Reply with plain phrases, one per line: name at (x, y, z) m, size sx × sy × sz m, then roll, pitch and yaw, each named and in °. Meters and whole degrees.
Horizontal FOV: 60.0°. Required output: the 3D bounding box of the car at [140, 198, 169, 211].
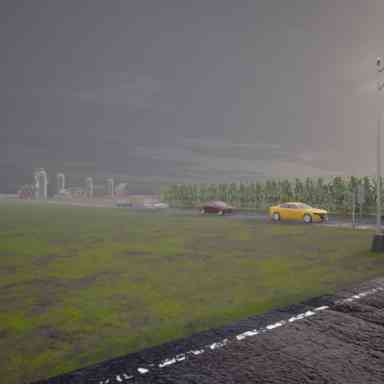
car at (-5.180, 1.976, 47.818) m, size 1.895 × 1.301 × 4.718 m, roll 0°, pitch -1°, yaw -34°

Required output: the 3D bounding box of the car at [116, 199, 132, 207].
car at (-13.329, 2.123, 64.969) m, size 1.994 × 1.385 × 4.181 m, roll 0°, pitch -1°, yaw -34°

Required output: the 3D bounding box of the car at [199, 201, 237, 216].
car at (2.770, 1.723, 36.117) m, size 1.882 × 1.535 × 5.008 m, roll 0°, pitch -1°, yaw -34°

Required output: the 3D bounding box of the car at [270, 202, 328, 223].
car at (8.705, 1.627, 27.419) m, size 1.882 × 1.535 × 5.008 m, roll 0°, pitch -1°, yaw -34°
